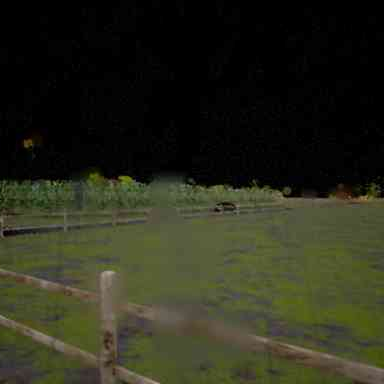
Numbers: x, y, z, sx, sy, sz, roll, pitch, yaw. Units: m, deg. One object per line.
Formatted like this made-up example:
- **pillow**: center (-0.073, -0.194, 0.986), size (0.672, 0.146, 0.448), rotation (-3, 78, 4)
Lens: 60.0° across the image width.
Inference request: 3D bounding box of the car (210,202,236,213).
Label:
- **car**: center (4.354, 2.183, 46.519), size (1.837, 1.490, 4.892), rotation (-1, -2, 36)
